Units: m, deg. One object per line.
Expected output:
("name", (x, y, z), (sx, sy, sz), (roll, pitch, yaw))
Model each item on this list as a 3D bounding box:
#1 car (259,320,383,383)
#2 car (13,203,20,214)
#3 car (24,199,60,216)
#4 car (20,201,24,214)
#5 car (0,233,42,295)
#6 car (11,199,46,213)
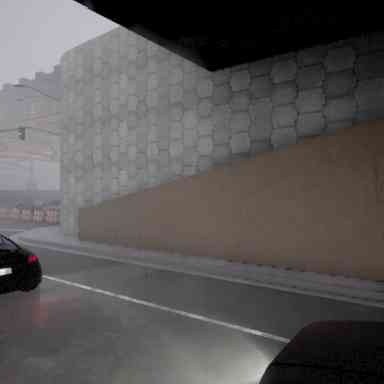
("car", (3.041, 1.547, 1.819), (5.357, 1.411, 2.033), (0, 0, 36))
("car", (-15.799, 1.453, 32.400), (2.038, 1.542, 4.974), (0, 0, -9))
("car", (-12.058, 1.295, 29.638), (4.536, 1.218, 1.853), (0, 0, 1))
("car", (-12.110, 1.453, 29.638), (4.974, 1.542, 2.038), (0, 0, 1))
("car", (-5.394, 1.564, 7.809), (4.181, 1.385, 1.994), (0, 0, 36))
("car", (-15.808, 1.295, 32.451), (1.853, 1.218, 4.536), (0, 0, -9))
